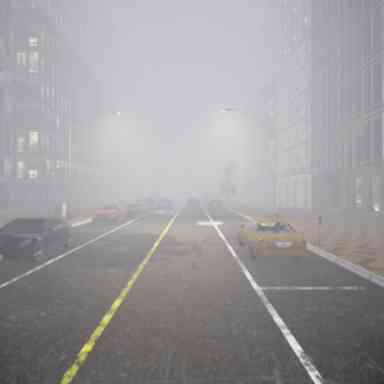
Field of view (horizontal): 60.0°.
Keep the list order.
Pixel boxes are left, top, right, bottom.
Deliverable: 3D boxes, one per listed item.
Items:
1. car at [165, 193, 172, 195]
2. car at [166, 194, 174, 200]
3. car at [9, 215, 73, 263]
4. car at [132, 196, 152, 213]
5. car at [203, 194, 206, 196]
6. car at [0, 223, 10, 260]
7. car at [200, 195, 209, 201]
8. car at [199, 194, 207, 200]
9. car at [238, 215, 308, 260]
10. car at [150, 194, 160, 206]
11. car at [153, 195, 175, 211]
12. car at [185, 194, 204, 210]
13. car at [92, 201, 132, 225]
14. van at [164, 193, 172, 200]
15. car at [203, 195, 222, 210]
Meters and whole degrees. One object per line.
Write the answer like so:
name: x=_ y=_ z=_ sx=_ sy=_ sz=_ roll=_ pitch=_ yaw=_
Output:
car: x=-5.677 y=1.200 z=74.535 sx=1.967 sy=1.590 sz=4.097 roll=0 pitch=0 yaw=0
car: x=-5.677 y=1.284 z=85.921 sx=1.947 sy=1.339 sz=4.313 roll=0 pitch=0 yaw=0
car: x=-5.685 y=1.533 z=11.923 sx=1.947 sy=1.339 sz=4.313 roll=0 pitch=0 yaw=0
car: x=-5.683 y=1.448 z=34.691 sx=2.008 sy=1.369 sz=4.403 roll=0 pitch=0 yaw=0
car: x=2.702 y=1.241 z=63.136 sx=1.967 sy=1.590 sz=4.097 roll=0 pitch=0 yaw=0
car: x=-5.685 y=1.534 z=6.230 sx=2.008 sy=1.369 sz=4.403 roll=0 pitch=0 yaw=0
car: x=2.703 y=1.342 z=74.521 sx=1.802 sy=1.307 sz=4.206 roll=0 pitch=0 yaw=0
car: x=2.703 y=1.264 z=80.383 sx=1.752 sy=1.417 sz=4.829 roll=0 pitch=0 yaw=0
car: x=2.696 y=1.492 z=12.078 sx=1.752 sy=1.417 sz=4.829 roll=0 pitch=0 yaw=0
car: x=-5.681 y=1.405 z=46.075 sx=1.887 sy=1.381 sz=4.507 roll=0 pitch=0 yaw=0
car: x=-3.046 y=1.429 z=39.513 sx=2.033 sy=1.411 sz=5.357 roll=0 pitch=0 yaw=0
car: x=0.107 y=1.354 z=41.071 sx=1.882 sy=1.535 sz=5.008 roll=0 pitch=0 yaw=0
car: x=-5.683 y=1.515 z=23.305 sx=1.802 sy=1.307 sz=4.206 roll=0 pitch=0 yaw=0
van: x=-5.676 y=1.080 z=80.228 sx=1.690 sy=1.788 sz=3.998 roll=0 pitch=0 yaw=0
car: x=2.699 y=1.445 z=40.370 sx=1.947 sy=1.339 sz=4.313 roll=0 pitch=0 yaw=0
